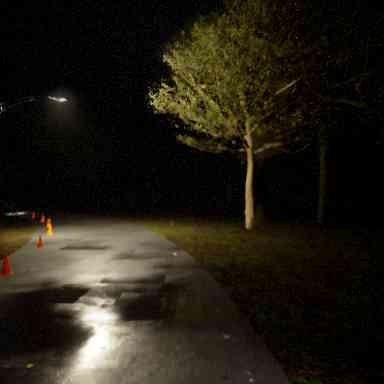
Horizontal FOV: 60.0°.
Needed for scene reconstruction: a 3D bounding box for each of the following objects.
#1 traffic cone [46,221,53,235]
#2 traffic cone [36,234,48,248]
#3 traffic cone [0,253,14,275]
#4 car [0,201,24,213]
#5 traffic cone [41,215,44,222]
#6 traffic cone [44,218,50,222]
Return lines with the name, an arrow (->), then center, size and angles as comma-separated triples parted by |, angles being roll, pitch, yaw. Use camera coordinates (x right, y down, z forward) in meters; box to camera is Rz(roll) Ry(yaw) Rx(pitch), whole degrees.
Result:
traffic cone -> -8.006, 2.109, 18.751 | 0.340, 0.580, 0.340 | 0, 0, -21
traffic cone -> -6.475, 2.088, 14.224 | 0.340, 0.580, 0.340 | 0, 0, -16
traffic cone -> -5.351, 2.058, 9.579 | 0.340, 0.580, 0.340 | 0, 0, -11
car -> -23.448, 1.801, 42.025 | 5.357, 1.411, 2.033 | 0, 0, 34
traffic cone -> -12.233, 2.141, 27.315 | 0.340, 0.580, 0.340 | 0, 0, -31
traffic cone -> -9.930, 2.124, 23.126 | 0.340, 0.580, 0.340 | 0, 0, -26
